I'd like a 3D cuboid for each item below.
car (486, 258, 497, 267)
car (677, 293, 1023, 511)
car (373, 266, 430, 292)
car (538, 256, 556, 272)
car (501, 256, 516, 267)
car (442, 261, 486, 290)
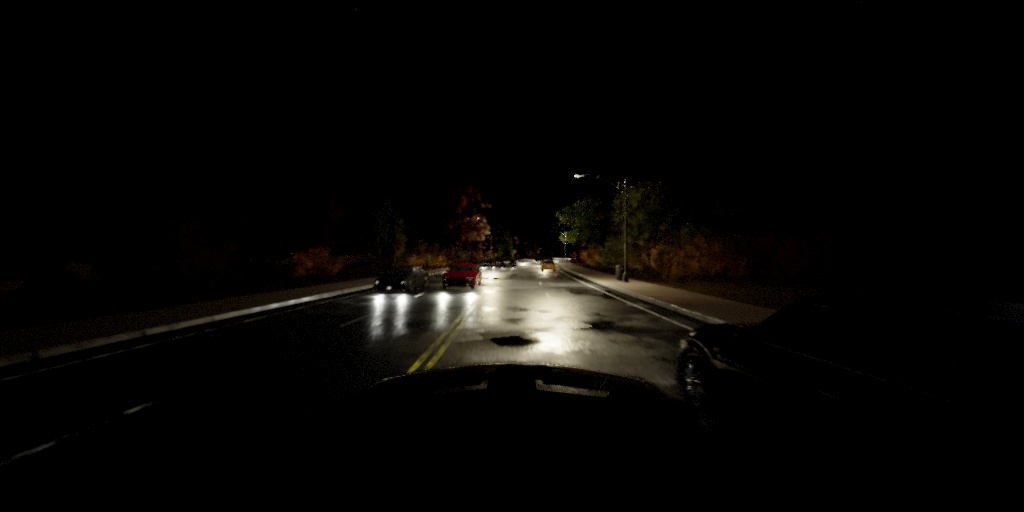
[{"bbox_3d":[-3.809,1.173,63.463,1.837,1.490,4.892,0,0,5],"label":"car"},{"bbox_3d":[3.371,1.110,3.223,2.097,1.767,4.553,0,0,0],"label":"car"},{"bbox_3d":[-6.314,1.279,21.241,2.033,1.411,5.357,0,0,1],"label":"car"},{"bbox_3d":[4.649,1.186,45.895,1.801,1.575,5.366,0,0,4],"label":"car"},{"bbox_3d":[-0.611,0.944,62.816,2.150,2.045,5.566,0,0,5],"label":"car"},{"bbox_3d":[-3.014,1.217,22.439,1.882,1.535,5.008,0,0,2],"label":"car"}]
